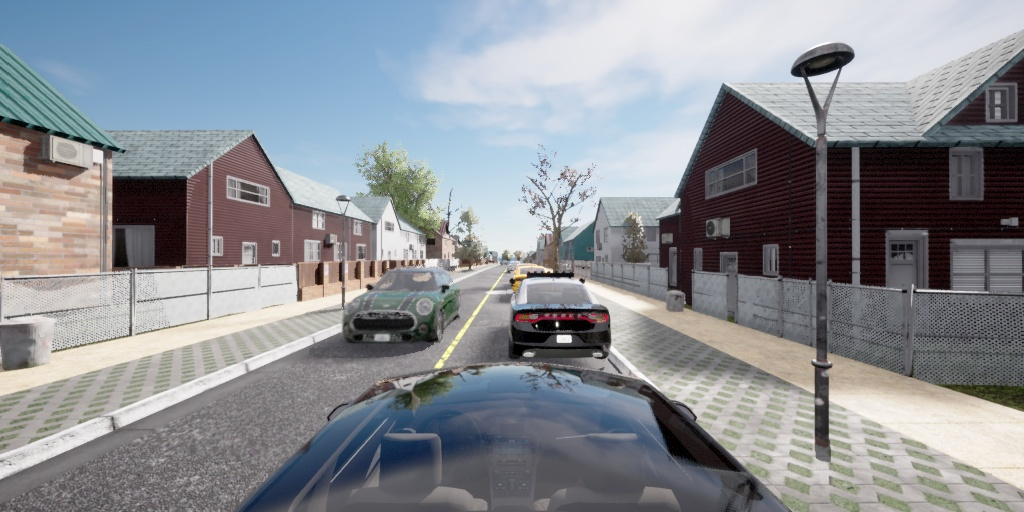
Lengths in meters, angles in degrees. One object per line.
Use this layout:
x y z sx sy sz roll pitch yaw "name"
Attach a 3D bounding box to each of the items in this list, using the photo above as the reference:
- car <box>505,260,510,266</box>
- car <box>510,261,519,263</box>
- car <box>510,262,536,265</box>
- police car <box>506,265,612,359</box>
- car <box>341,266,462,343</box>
0.397 1.383 45.710 1.812 1.442 4.674 0 0 1 "car"
1.018 1.250 24.436 1.882 1.535 5.008 0 0 0 "car"
0.969 1.238 18.435 1.882 1.535 5.008 0 0 0 "car"
0.889 1.176 8.545 1.930 1.638 5.238 0 0 0 "police car"
-2.676 1.103 9.686 2.097 1.767 4.553 0 0 0 "car"
